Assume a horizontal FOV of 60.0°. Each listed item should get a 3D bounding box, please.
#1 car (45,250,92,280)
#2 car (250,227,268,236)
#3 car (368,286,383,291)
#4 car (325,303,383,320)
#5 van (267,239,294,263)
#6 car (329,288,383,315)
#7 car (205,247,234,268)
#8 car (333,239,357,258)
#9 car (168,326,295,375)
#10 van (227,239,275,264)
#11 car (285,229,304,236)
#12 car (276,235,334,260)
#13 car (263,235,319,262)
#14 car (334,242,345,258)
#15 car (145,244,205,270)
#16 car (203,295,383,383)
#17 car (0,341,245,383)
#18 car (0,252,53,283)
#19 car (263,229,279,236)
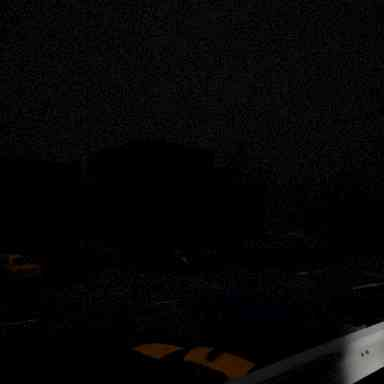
[{"bbox_3d":[-8.834,4.804,22.507,4.792,1.488,2.163,1,-4,34],"label":"car"},{"bbox_3d":[14.050,8.264,69.445,2.002,1.452,4.674,1,-3,36],"label":"car"},{"bbox_3d":[10.206,5.504,15.404,4.553,1.767,2.185,3,-3,34],"label":"car"},{"bbox_3d":[5.300,5.205,11.868,4.792,1.488,2.163,3,-2,34],"label":"car"},{"bbox_3d":[7.819,6.099,34.656,4.442,1.987,1.878,1,-3,34],"label":"van"},{"bbox_3d":[7.759,5.277,13.633,4.553,1.767,2.185,3,-2,34],"label":"car"},{"bbox_3d":[0.726,5.663,29.415,4.892,1.521,2.231,1,-3,34],"label":"car"},{"bbox_3d":[17.473,6.959,41.493,5.566,2.045,2.435,1,-4,34],"label":"car"},{"bbox_3d":[0.279,4.712,8.432,5.366,1.575,1.946,3,-2,34],"label":"car"},{"bbox_3d":[5.424,5.878,32.933,4.442,1.987,1.878,1,-4,34],"label":"van"},{"bbox_3d":[19.151,7.956,61.989,2.435,2.045,5.566,2,-2,36],"label":"car"},{"bbox_3d":[12.737,6.519,38.030,5.566,2.045,2.435,1,-4,34],"label":"car"},{"bbox_3d":[10.340,6.298,36.308,5.566,2.045,2.435,1,-4,34],"label":"car"},{"bbox_3d":[15.119,7.021,39.749,4.792,1.488,2.163,1,-4,34],"label":"car"},{"bbox_3d":[-1.692,5.314,27.713,4.553,1.767,2.185,1,-4,34],"label":"car"},{"bbox_3d":[2.923,4.700,10.082,5.566,2.045,2.435,3,-3,34],"label":"car"},{"bbox_3d":[-2.019,4.244,6.600,5.566,2.045,2.435,3,-2,34],"label":"car"},{"bbox_3d":[-11.411,4.545,20.892,5.366,1.575,1.946,1,-4,34],"label":"car"},{"bbox_3d":[15.860,8.226,67.119,1.946,1.575,5.366,1,-3,36],"label":"car"}]
